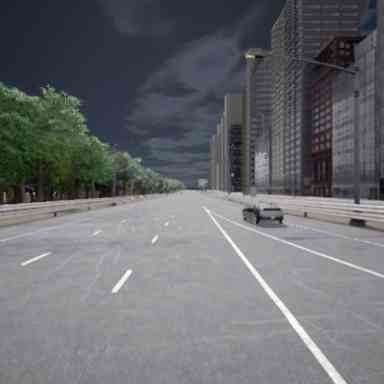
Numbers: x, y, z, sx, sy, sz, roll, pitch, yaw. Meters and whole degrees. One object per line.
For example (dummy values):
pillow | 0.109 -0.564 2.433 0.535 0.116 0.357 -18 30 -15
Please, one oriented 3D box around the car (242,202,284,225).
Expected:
car | 4.891 1.439 23.518 2.128 1.511 4.902 0 0 -6
